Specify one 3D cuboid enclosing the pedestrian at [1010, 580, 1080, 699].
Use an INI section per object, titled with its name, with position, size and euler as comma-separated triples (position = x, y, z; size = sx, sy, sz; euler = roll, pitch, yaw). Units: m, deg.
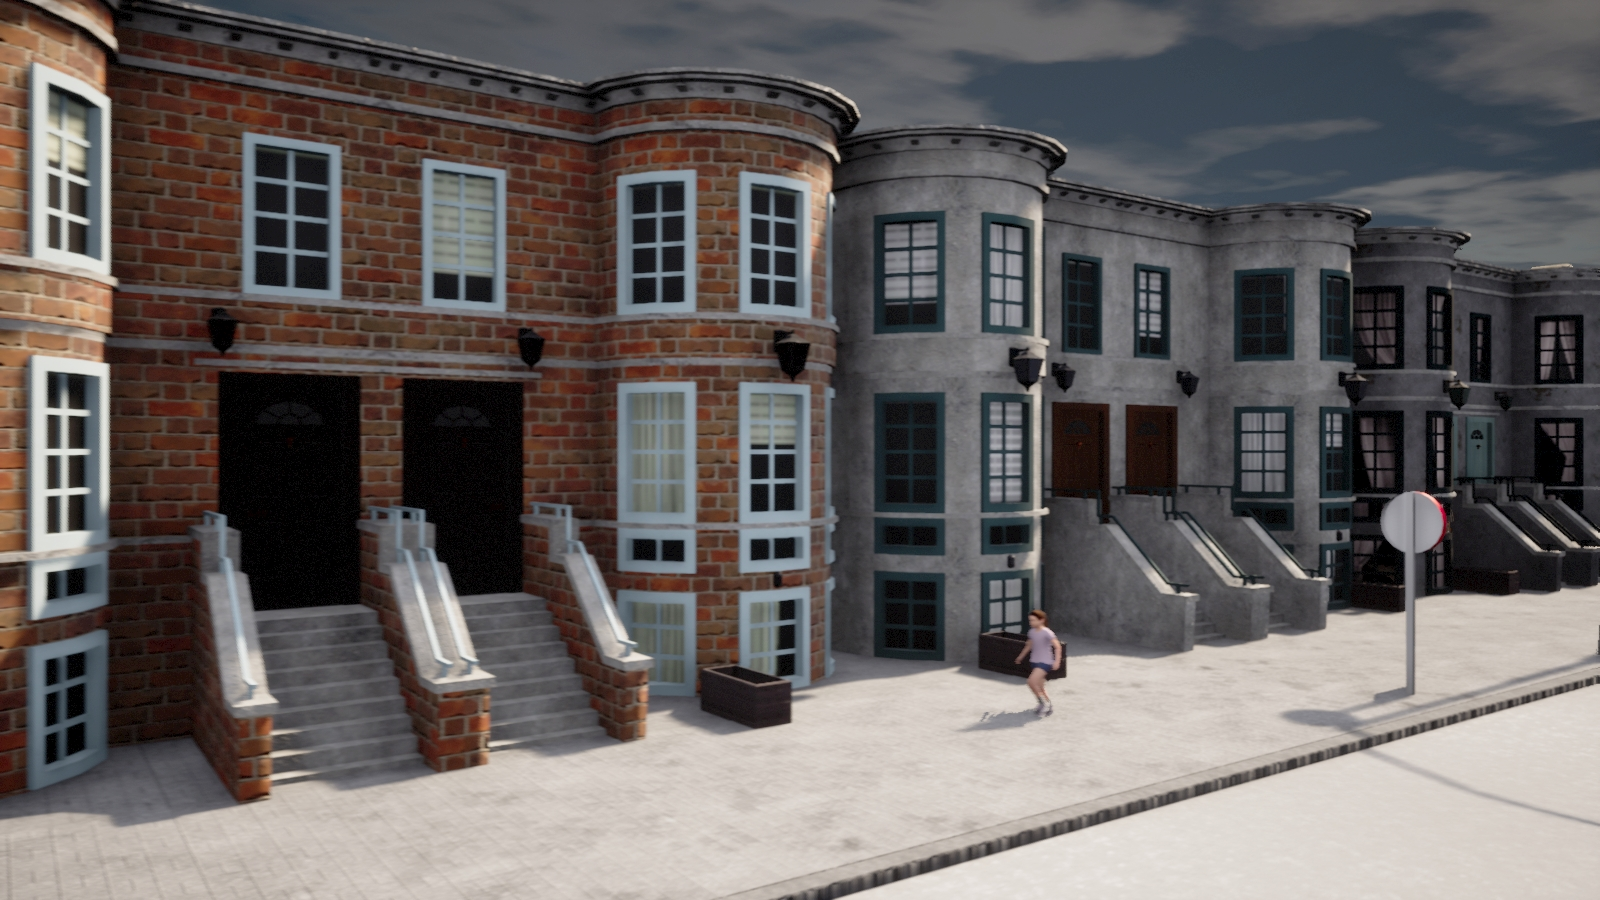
[pedestrian]
position = 2.492, 1.912, 11.640
size = 0.500, 1.100, 0.500
euler = 0, 0, -27
